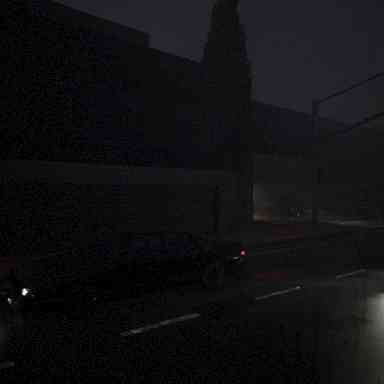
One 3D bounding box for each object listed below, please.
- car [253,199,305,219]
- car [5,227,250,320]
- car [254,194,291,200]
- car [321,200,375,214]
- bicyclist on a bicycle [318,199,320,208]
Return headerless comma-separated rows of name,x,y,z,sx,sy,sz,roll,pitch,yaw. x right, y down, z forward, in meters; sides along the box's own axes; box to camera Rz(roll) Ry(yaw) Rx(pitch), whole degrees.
car,7.626,1.601,29.720,1.895,1.301,4.718,0,0,-37
car,-1.103,1.547,7.512,5.357,1.411,2.033,0,0,-36
car,8.689,1.221,34.151,2.150,2.045,5.566,0,0,-36
car,16.361,1.547,35.157,2.033,1.411,5.357,0,0,-29
bicyclist on a bicycle,16.217,1.303,43.256,1.656,1.620,0.582,0,0,-37
